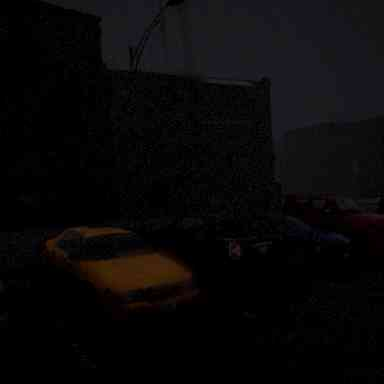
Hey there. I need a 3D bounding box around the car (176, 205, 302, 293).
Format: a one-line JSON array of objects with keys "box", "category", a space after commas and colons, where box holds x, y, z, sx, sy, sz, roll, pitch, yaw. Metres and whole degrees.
[{"box": [0.385, 1.329, 9.240, 2.185, 1.767, 4.553, 0, 0, -36], "category": "car"}]

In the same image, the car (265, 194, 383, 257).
[{"box": [5.082, 1.112, 12.592, 2.435, 2.045, 5.566, -1, 1, -35], "category": "car"}]

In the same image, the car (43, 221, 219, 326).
[{"box": [-1.920, 1.467, 7.407, 1.946, 1.575, 5.366, 0, 0, -36], "category": "car"}]

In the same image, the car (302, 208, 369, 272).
[{"box": [2.669, 1.422, 10.912, 2.097, 1.535, 5.008, -1, 0, -35], "category": "car"}]

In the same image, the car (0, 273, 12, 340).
[{"box": [-4.529, 1.478, 6.001, 1.946, 1.575, 5.366, 0, 0, -35], "category": "car"}]
